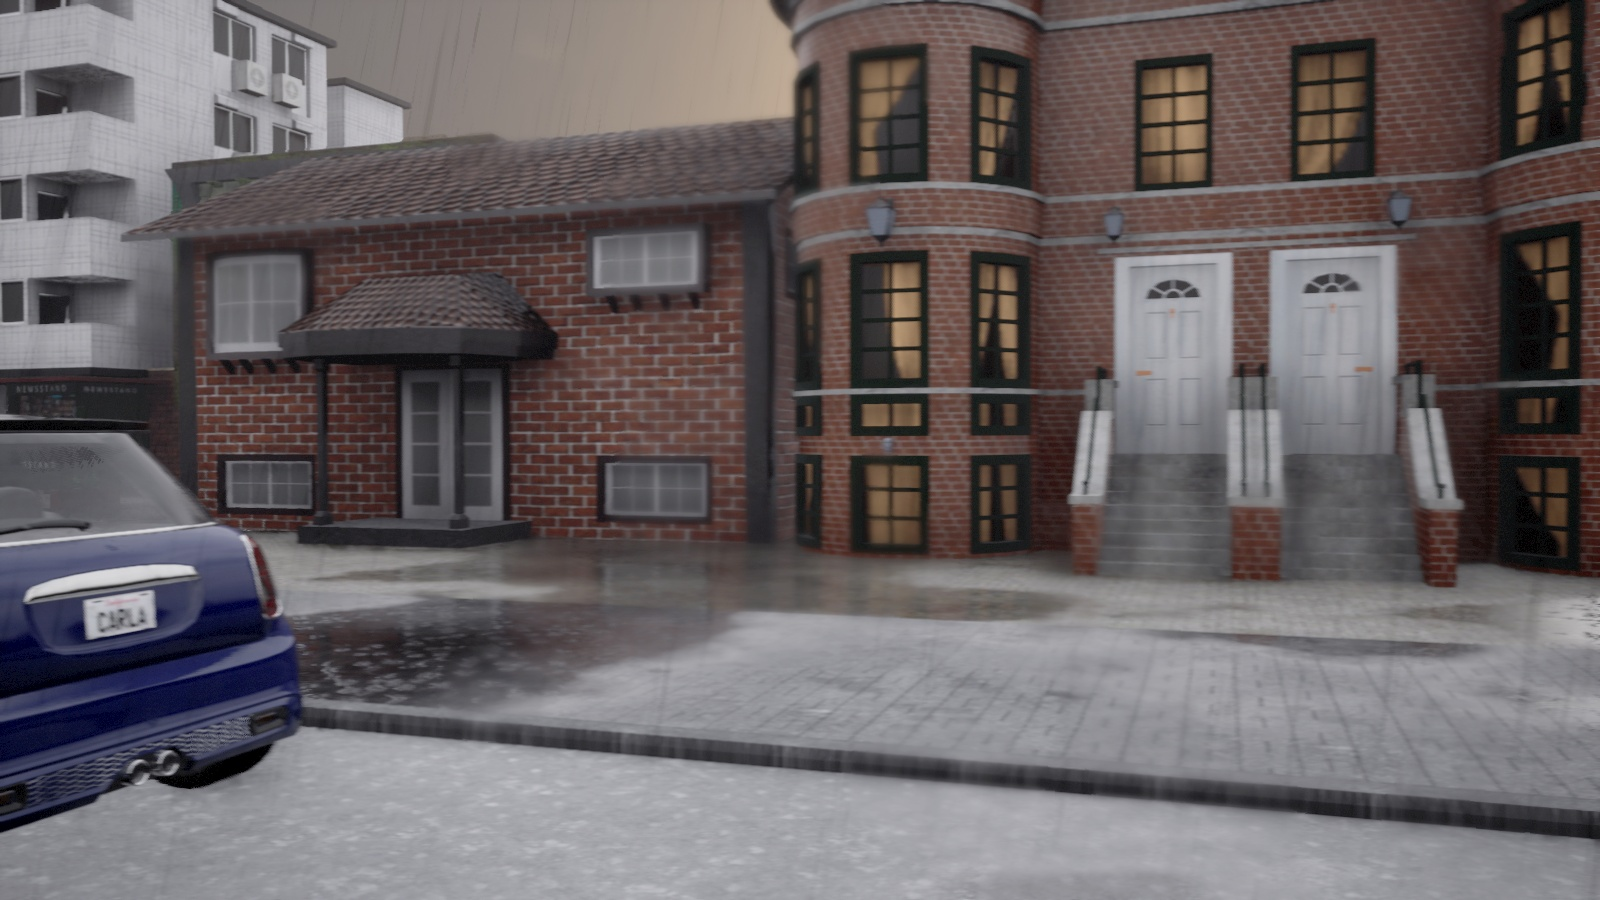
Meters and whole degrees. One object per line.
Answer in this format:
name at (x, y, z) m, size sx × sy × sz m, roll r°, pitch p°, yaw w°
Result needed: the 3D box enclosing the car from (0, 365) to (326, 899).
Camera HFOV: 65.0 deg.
car at (-4.583, 0.583, 5.262) m, size 4.553 × 1.767 × 2.097 m, roll 1°, pitch 1°, yaw 19°
